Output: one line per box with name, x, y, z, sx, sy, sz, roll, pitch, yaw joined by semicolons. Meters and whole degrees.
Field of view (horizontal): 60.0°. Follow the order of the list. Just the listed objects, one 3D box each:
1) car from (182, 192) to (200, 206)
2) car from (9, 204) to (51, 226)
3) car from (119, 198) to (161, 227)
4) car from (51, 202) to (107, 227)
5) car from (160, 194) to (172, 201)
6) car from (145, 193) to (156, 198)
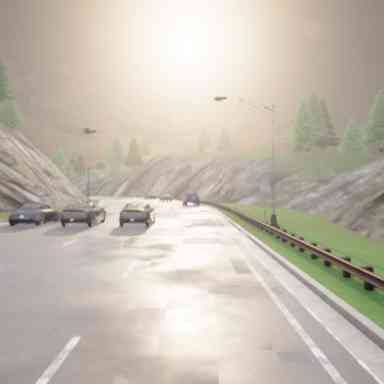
car;-0.167;1.010;51.288;2.150;2.045;5.566;0;0;-8
car;-10.473;1.477;22.475;1.994;1.385;4.181;0;0;0
car;-3.470;1.403;21.717;2.128;1.511;4.902;0;0;0
car;-6.969;1.406;21.724;2.128;1.511;4.902;0;0;0
car;-5.596;1.194;70.801;1.812;1.442;4.674;0;0;-18
car;-10.676;1.114;85.114;1.837;1.490;4.892;0;0;-25
